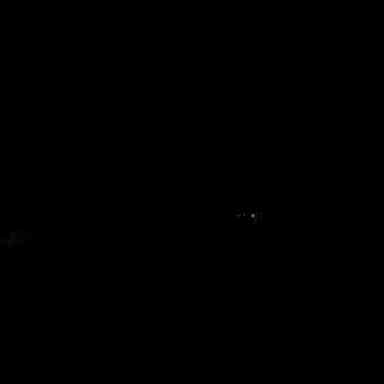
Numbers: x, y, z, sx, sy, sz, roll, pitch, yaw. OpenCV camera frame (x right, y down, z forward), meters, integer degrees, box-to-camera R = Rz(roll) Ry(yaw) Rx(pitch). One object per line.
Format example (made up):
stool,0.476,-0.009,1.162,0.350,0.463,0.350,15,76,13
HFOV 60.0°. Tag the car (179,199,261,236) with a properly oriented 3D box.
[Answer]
car,1.474,1.435,20.081,2.150,2.045,5.566,1,-2,-43
